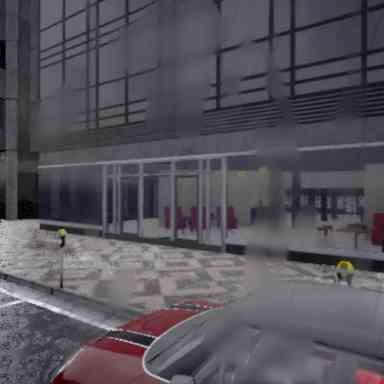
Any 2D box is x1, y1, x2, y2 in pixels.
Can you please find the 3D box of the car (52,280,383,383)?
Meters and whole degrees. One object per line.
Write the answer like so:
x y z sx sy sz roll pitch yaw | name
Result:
0.735 1.438 2.436 4.097 1.590 1.967 0 0 35 | car
